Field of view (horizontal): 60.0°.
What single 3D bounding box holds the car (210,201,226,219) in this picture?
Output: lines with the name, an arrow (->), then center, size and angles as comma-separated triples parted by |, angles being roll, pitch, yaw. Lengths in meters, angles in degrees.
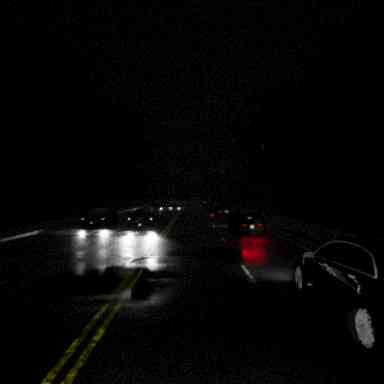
car -> 3.221, 1.895, 33.693 | 2.033, 1.411, 5.357 | 0, -1, 0

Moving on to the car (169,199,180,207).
car -> -3.322, 2.203, 65.186 | 1.882, 1.535, 5.008 | 0, -1, 0

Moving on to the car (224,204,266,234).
car -> 3.334, 1.715, 20.890 | 1.837, 1.490, 4.892 | 0, -1, 0

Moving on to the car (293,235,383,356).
car -> 3.345, 1.565, 6.108 | 1.837, 1.490, 4.892 | 0, -1, 0

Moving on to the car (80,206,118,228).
car -> -6.620, 1.773, 24.183 | 1.812, 1.442, 4.674 | 0, -1, 0

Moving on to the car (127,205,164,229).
car -> -3.371, 1.843, 23.745 | 1.895, 1.301, 4.718 | 0, -1, 0

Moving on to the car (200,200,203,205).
car -> 3.192, 2.249, 66.723 | 2.163, 1.488, 4.792 | 0, -1, 0

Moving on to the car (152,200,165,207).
car -> -6.572, 2.251, 65.190 | 1.812, 1.442, 4.674 | 0, -1, 0

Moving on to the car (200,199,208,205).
car -> 3.173, 2.645, 88.722 | 1.895, 1.301, 4.718 | 0, -1, 0

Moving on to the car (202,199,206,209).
car -> 3.202, 2.170, 55.693 | 1.994, 1.385, 4.181 | 0, -1, 0

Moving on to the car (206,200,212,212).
car -> 3.212, 1.998, 44.693 | 1.812, 1.442, 4.674 | 0, -1, 0

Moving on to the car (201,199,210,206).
car -> 3.183, 2.453, 77.692 | 1.994, 1.385, 4.181 | 0, -1, 0
